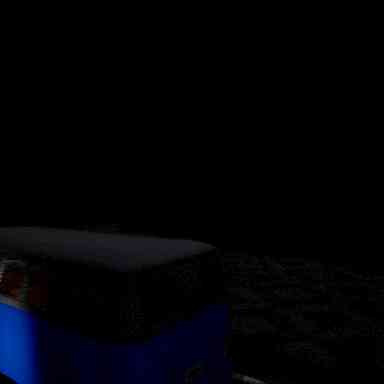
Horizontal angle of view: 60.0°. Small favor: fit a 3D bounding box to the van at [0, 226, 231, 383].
[{"bbox_3d":[-1.494,1.376,4.033,3.998,1.788,1.690,-1,0,36],"label":"van"}]
